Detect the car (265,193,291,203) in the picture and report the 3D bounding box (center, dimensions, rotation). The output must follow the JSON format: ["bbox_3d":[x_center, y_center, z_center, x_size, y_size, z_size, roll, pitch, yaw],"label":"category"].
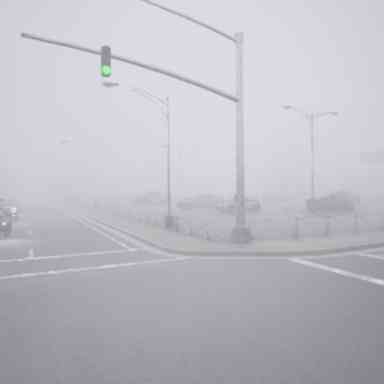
[{"bbox_3d":[12.916,0.875,50.837,4.514,1.523,2.007,-1,0,-27],"label":"car"}]

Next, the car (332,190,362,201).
[{"bbox_3d":[17.804,0.709,39.357,4.605,1.855,1.932,-1,0,-27],"label":"car"}]

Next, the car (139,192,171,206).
[{"bbox_3d":[-4.844,0.876,45.923,3.866,1.878,1.905,-1,0,-27],"label":"car"}]

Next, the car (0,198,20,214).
[{"bbox_3d":[-19.860,1.491,36.273,1.882,1.535,5.008,-1,0,-26],"label":"car"}]

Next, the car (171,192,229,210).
[{"bbox_3d":[0.834,0.980,34.458,5.027,1.636,2.152,-1,0,-27],"label":"car"}]

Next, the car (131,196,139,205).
[{"bbox_3d":[-6.502,0.896,48.344,4.605,1.855,1.932,-1,0,-27],"label":"car"}]

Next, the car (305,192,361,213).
[{"bbox_3d":[11.915,1.051,28.697,4.514,1.523,2.007,-1,0,-27],"label":"car"}]

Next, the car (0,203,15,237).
[{"bbox_3d":[-10.917,1.581,18.173,1.812,1.442,4.674,-1,0,-26],"label":"car"}]

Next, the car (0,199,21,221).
[{"bbox_3d":[-15.316,1.387,27.062,2.097,1.767,4.553,-1,0,-26],"label":"car"}]

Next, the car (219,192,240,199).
[{"bbox_3d":[8.702,0.768,76.620,4.514,1.523,2.007,-1,0,-27],"label":"car"}]

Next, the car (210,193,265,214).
[{"bbox_3d":[3.973,1.067,28.851,3.806,1.475,1.970,-1,0,-27],"label":"car"}]

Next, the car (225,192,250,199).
[{"bbox_3d":[10.141,0.765,73.832,5.027,1.636,2.152,-1,0,-27],"label":"car"}]

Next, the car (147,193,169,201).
[{"bbox_3d":[-6.650,1.055,65.683,3.806,1.475,1.970,-1,0,-27],"label":"car"}]

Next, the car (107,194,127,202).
[{"bbox_3d":[-14.623,1.132,65.061,3.633,1.501,1.845,-1,0,-27],"label":"car"}]

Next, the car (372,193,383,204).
[{"bbox_3d":[25.388,0.865,43.155,3.806,1.475,1.970,-1,0,-27],"label":"car"}]
